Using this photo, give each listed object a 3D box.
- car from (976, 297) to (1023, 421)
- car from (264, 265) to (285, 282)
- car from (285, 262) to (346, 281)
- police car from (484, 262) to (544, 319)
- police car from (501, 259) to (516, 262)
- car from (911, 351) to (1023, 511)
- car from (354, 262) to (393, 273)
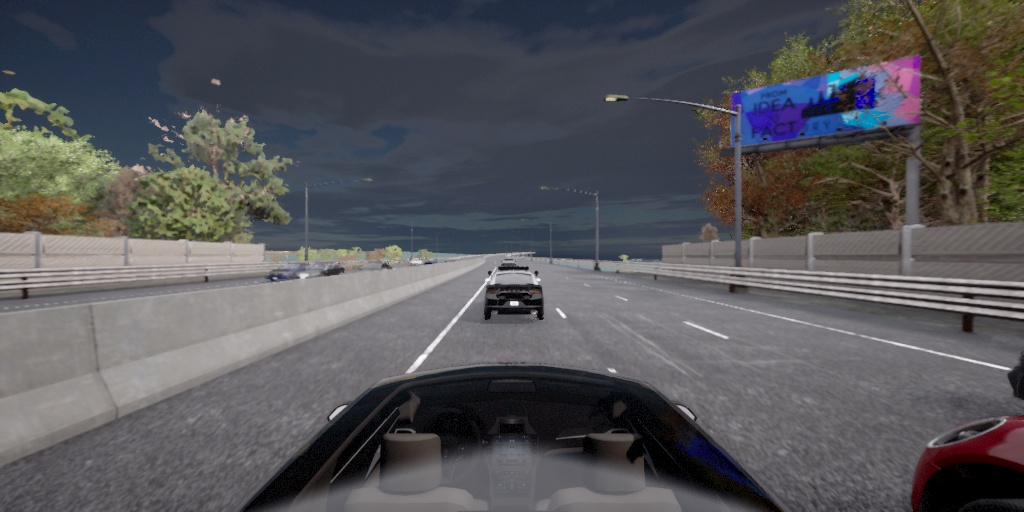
[{"bbox_3d":[7.092,1.274,2.443,1.812,1.442,4.674,0,0,0],"label":"car"},{"bbox_3d":[-17.833,1.292,29.602,2.033,1.411,5.357,0,0,-1],"label":"car"},{"bbox_3d":[-14.295,1.237,26.958,2.128,1.511,4.902,0,0,-1],"label":"car"},{"bbox_3d":[0.051,1.173,13.014,1.930,1.638,5.238,0,0,0],"label":"police car"},{"bbox_3d":[-0.425,1.153,43.955,1.930,1.638,5.238,0,0,-1],"label":"police car"},{"bbox_3d":[3.591,1.100,0.348,2.097,1.767,4.553,0,0,0],"label":"car"},{"bbox_3d":[-10.815,1.249,28.317,1.837,1.490,4.892,0,0,-1],"label":"car"}]
